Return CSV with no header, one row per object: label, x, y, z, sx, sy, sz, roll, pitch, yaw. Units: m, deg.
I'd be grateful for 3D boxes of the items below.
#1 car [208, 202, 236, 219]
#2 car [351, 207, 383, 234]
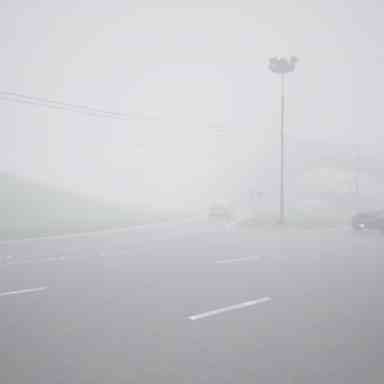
car,2.929,1.688,31.762,1.882,1.535,5.008,1,0,17
car,11.902,1.725,20.825,4.892,1.490,1.837,1,0,-35
